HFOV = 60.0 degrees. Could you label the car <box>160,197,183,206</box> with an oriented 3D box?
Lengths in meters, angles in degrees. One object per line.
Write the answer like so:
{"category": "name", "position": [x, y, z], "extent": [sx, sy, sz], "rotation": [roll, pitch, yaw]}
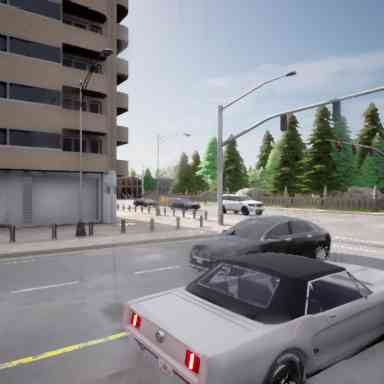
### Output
{"category": "car", "position": [-3.654, 1.581, 58.539], "extent": [1.812, 1.442, 4.674], "rotation": [0, 0, -36]}

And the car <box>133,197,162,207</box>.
{"category": "car", "position": [-7.268, 1.603, 51.256], "extent": [2.033, 1.411, 5.357], "rotation": [0, 0, -36]}

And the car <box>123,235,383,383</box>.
{"category": "car", "position": [1.537, 1.601, 4.875], "extent": [4.718, 1.301, 1.895], "rotation": [0, 0, -35]}

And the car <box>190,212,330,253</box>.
{"category": "car", "position": [2.176, 1.505, 9.856], "extent": [4.892, 1.490, 1.837], "rotation": [0, 0, -35]}

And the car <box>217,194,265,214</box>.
{"category": "car", "position": [4.931, 1.278, 34.273], "extent": [2.150, 2.045, 5.566], "rotation": [0, 0, -36]}

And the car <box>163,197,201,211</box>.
{"category": "car", "position": [-1.136, 1.603, 42.699], "extent": [2.033, 1.411, 5.357], "rotation": [0, 0, -36]}
